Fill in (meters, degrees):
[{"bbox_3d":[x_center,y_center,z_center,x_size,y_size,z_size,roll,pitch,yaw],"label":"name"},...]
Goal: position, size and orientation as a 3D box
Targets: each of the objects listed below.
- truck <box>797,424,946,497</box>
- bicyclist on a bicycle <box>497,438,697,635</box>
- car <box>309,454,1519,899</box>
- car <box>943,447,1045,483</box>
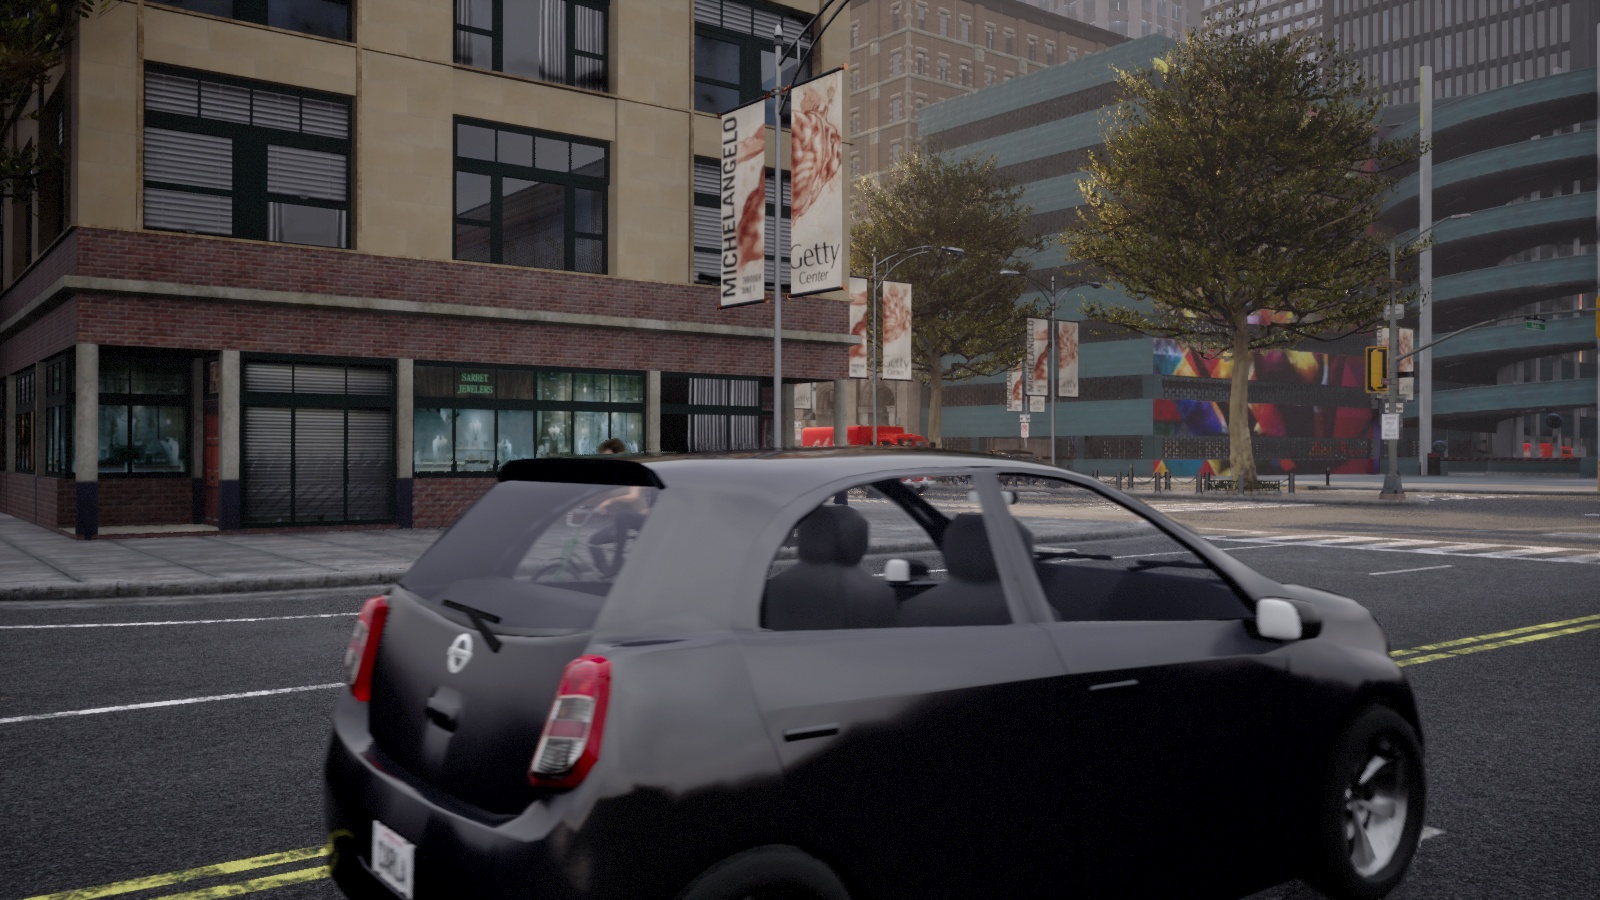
[{"bbox_3d":[2.503,0.363,45.216,2.627,2.467,5.204,0,0,-37],"label":"truck"},{"bbox_3d":[-1.788,0.712,11.101,1.509,1.612,0.866,0,0,-37],"label":"bicyclist on a bicycle"},{"bbox_3d":[0.542,0.767,4.100,3.633,1.501,1.845,0,0,-37],"label":"car"},{"bbox_3d":[9.382,0.716,60.975,2.242,1.667,4.611,0,0,-37],"label":"car"}]
